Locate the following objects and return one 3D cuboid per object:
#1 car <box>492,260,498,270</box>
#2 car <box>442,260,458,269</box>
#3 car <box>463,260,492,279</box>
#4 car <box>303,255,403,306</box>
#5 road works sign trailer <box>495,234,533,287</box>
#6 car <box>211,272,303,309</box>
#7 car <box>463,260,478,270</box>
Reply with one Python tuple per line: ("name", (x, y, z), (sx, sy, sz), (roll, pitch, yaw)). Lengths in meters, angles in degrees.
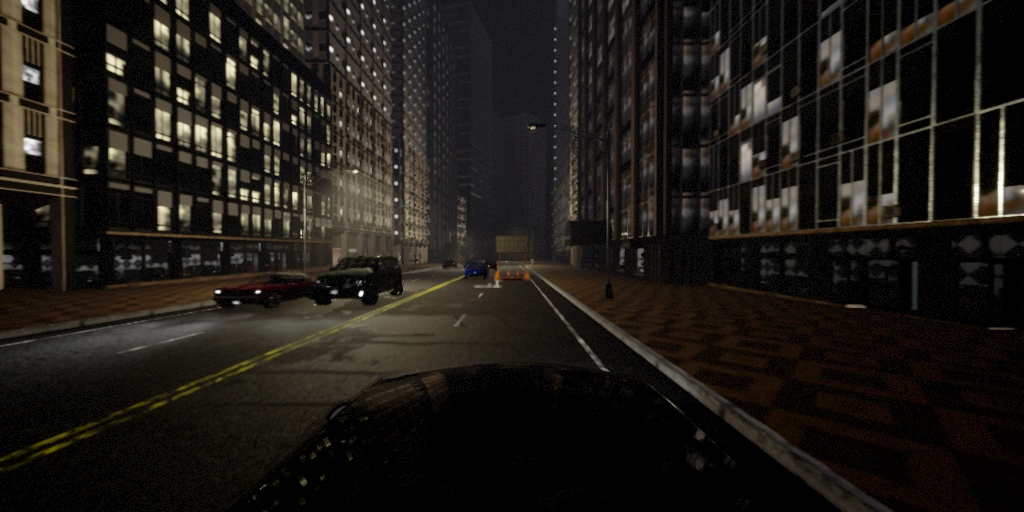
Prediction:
("car", (-3.116, 1.286, 52.226), (1.882, 1.535, 5.008), (0, 0, 0))
("car", (-9.767, 1.321, 56.422), (1.837, 1.490, 4.892), (0, 0, 1))
("car", (-3.129, 1.264, 32.805), (1.882, 1.535, 5.008), (0, 0, 0))
("car", (-6.588, 0.989, 16.065), (2.150, 2.045, 5.566), (0, 0, 0))
("road works sign trailer", (0.022, 0.241, 24.964), (2.380, 3.560, 2.880), (0, 0, 1))
("car", (-9.839, 1.367, 15.018), (1.895, 1.301, 4.718), (0, 0, 0))
("car", (-6.521, 1.339, 56.444), (1.812, 1.442, 4.674), (0, 0, 1))
